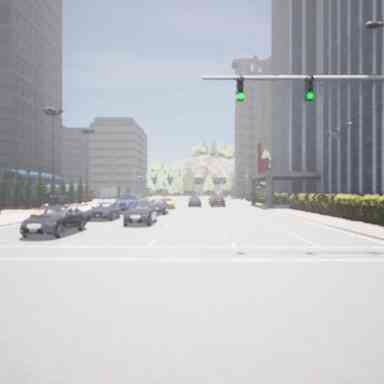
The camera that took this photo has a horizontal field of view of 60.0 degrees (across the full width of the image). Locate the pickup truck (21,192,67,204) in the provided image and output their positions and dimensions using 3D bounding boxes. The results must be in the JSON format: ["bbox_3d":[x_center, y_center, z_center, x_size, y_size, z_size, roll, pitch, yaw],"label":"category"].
[{"bbox_3d":[-19.838,1.017,44.648,2.390,2.098,6.274,0,0,31],"label":"pickup truck"}]

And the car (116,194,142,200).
[{"bbox_3d":[-6.838,1.188,35.974,2.150,2.045,5.566,0,0,1],"label":"car"}]

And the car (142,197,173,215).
[{"bbox_3d":[-3.382,1.460,33.414,2.128,1.511,4.902,0,0,1],"label":"car"}]

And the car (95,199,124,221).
[{"bbox_3d":[-6.973,1.539,26.492,1.994,1.385,4.181,0,0,0],"label":"car"}]

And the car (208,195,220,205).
[{"bbox_3d":[3.927,1.422,59.780,1.882,1.535,5.008,0,0,1],"label":"car"}]

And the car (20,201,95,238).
[{"bbox_3d":[-7.125,1.475,17.582,2.128,1.511,4.902,0,0,3],"label":"car"}]

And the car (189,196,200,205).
[{"bbox_3d":[0.427,1.449,59.762,1.837,1.490,4.892,0,0,1],"label":"car"}]

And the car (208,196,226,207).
[{"bbox_3d":[3.830,1.306,49.499,2.097,1.767,4.553,0,0,1],"label":"car"}]

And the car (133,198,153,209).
[{"bbox_3d":[-6.704,1.521,45.957,1.994,1.385,4.181,0,0,1],"label":"car"}]

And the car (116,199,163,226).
[{"bbox_3d":[-3.509,1.470,23.158,2.128,1.511,4.902,0,0,1],"label":"car"}]

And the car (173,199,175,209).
[{"bbox_3d":[-3.225,1.437,43.722,1.882,1.535,5.008,0,0,1],"label":"car"}]

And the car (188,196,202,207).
[{"bbox_3d":[0.428,1.517,49.855,1.994,1.385,4.181,0,0,1],"label":"car"}]
